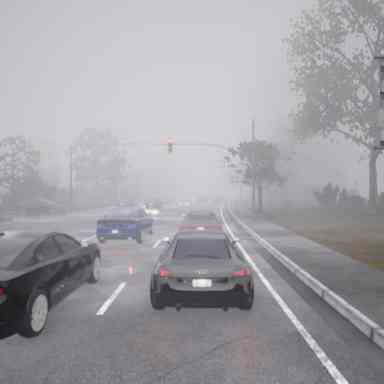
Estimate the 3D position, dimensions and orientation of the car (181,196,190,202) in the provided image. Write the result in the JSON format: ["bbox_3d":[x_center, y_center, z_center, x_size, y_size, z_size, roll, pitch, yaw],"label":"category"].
[{"bbox_3d":[-1.604,1.546,72.056,1.895,1.301,4.718,0,0,8],"label":"car"}]

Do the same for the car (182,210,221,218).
[{"bbox_3d":[0.440,1.553,16.218,1.994,1.385,4.181,0,0,2],"label":"car"}]

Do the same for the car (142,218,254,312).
[{"bbox_3d":[0.216,1.559,7.817,1.994,1.385,4.181,0,0,1],"label":"car"}]

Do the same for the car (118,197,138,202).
[{"bbox_3d":[-8.518,1.461,44.100,2.128,1.511,4.902,0,0,5],"label":"car"}]

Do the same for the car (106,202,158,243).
[{"bbox_3d":[-3.068,1.467,16.054,1.882,1.535,5.008,0,0,2],"label":"car"}]

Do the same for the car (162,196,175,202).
[{"bbox_3d":[-5.087,1.503,72.431,1.994,1.385,4.181,0,0,8],"label":"car"}]

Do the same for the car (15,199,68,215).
[{"bbox_3d":[-14.856,1.480,33.009,4.892,1.490,1.837,1,0,2],"label":"car"}]

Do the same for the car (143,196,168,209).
[{"bbox_3d":[-4.960,1.458,44.556,2.128,1.511,4.902,0,0,5],"label":"car"}]

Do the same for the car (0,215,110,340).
[{"bbox_3d":[-3.303,1.473,6.655,1.882,1.535,5.008,0,0,1],"label":"car"}]

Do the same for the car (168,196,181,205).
[{"bbox_3d":[-3.642,1.466,57.121,1.837,1.490,4.892,0,0,7],"label":"car"}]

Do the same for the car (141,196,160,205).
[{"bbox_3d":[-7.122,1.452,57.471,2.128,1.511,4.902,0,0,7],"label":"car"}]

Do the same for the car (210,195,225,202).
[{"bbox_3d":[5.813,1.422,74.296,1.882,1.535,5.008,0,0,9],"label":"car"}]

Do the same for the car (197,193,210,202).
[{"bbox_3d":[2.283,1.420,74.376,1.882,1.535,5.008,0,0,9],"label":"car"}]
